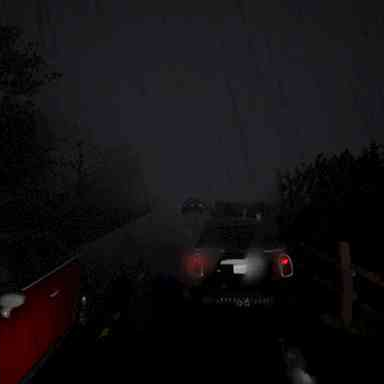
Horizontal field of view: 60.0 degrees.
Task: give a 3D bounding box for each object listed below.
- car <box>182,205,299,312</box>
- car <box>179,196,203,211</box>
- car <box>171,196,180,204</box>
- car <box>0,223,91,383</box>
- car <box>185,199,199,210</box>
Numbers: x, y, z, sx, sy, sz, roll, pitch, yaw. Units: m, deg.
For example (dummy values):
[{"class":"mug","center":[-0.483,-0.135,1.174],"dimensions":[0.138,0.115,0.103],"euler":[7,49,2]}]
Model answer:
[{"class":"car","center":[0.896,1.363,7.904],"dimensions":[2.097,1.767,4.553],"euler":[0,0,1]},{"class":"car","center":[0.054,1.389,35.351],"dimensions":[2.097,1.767,4.553],"euler":[0,0,0]},{"class":"car","center":[-2.782,1.520,63.000],"dimensions":[2.128,1.511,4.902],"euler":[0,0,0]},{"class":"car","center":[-2.753,1.358,3.719],"dimensions":[2.097,1.767,4.553],"euler":[0,0,0]},{"class":"car","center":[0.034,1.640,45.314],"dimensions":[1.895,1.301,4.718],"euler":[0,0,0]}]
